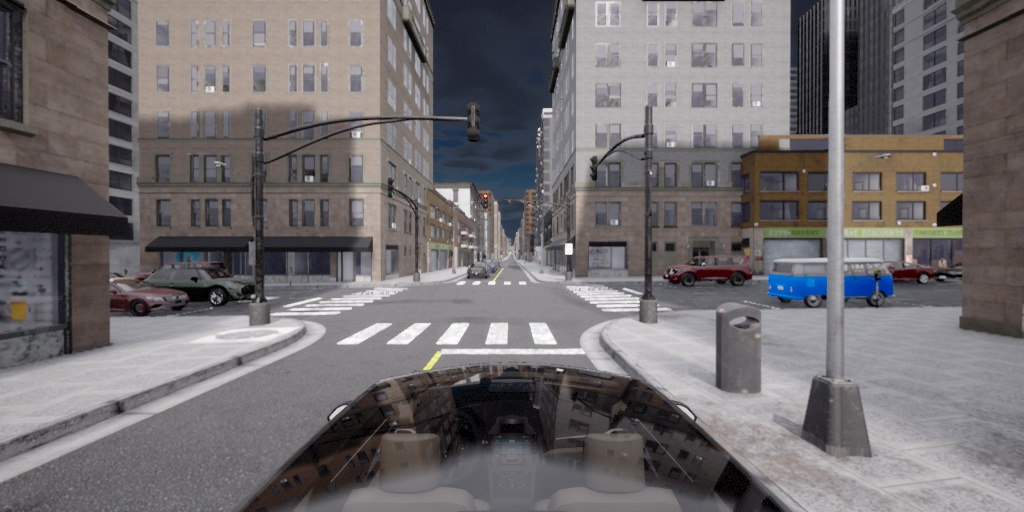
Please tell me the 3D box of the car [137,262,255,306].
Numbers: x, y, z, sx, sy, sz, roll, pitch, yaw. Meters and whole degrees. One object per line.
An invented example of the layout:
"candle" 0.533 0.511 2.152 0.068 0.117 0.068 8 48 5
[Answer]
"car" -14.000 1.279 16.313 4.553 1.767 2.097 -1 0 0

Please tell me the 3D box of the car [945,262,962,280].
"car" 28.938 0.930 22.274 4.313 1.339 1.948 0 0 0

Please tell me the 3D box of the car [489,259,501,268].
"car" -2.997 1.343 64.056 1.837 1.490 4.892 0 0 0

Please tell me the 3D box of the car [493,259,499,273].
"car" -3.059 1.145 43.503 2.097 1.767 4.553 0 0 0

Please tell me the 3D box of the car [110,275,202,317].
"car" -14.810 1.536 13.670 4.207 1.307 1.802 0 0 0

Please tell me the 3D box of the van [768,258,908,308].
"van" 12.127 0.965 13.718 3.998 1.789 1.690 0 0 0

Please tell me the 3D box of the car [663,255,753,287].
"car" 12.110 0.886 22.243 5.009 1.841 2.192 0 0 0

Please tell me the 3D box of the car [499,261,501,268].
"car" -3.049 1.318 53.651 1.837 1.490 4.892 0 0 0

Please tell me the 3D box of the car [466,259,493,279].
"car" -3.071 1.281 33.345 1.837 1.490 4.892 0 0 0

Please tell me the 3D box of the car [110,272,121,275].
"car" -26.005 1.565 22.175 4.829 1.417 1.751 0 0 0

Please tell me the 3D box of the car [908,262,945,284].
"car" 23.328 0.979 22.263 4.507 1.381 1.888 0 0 0
